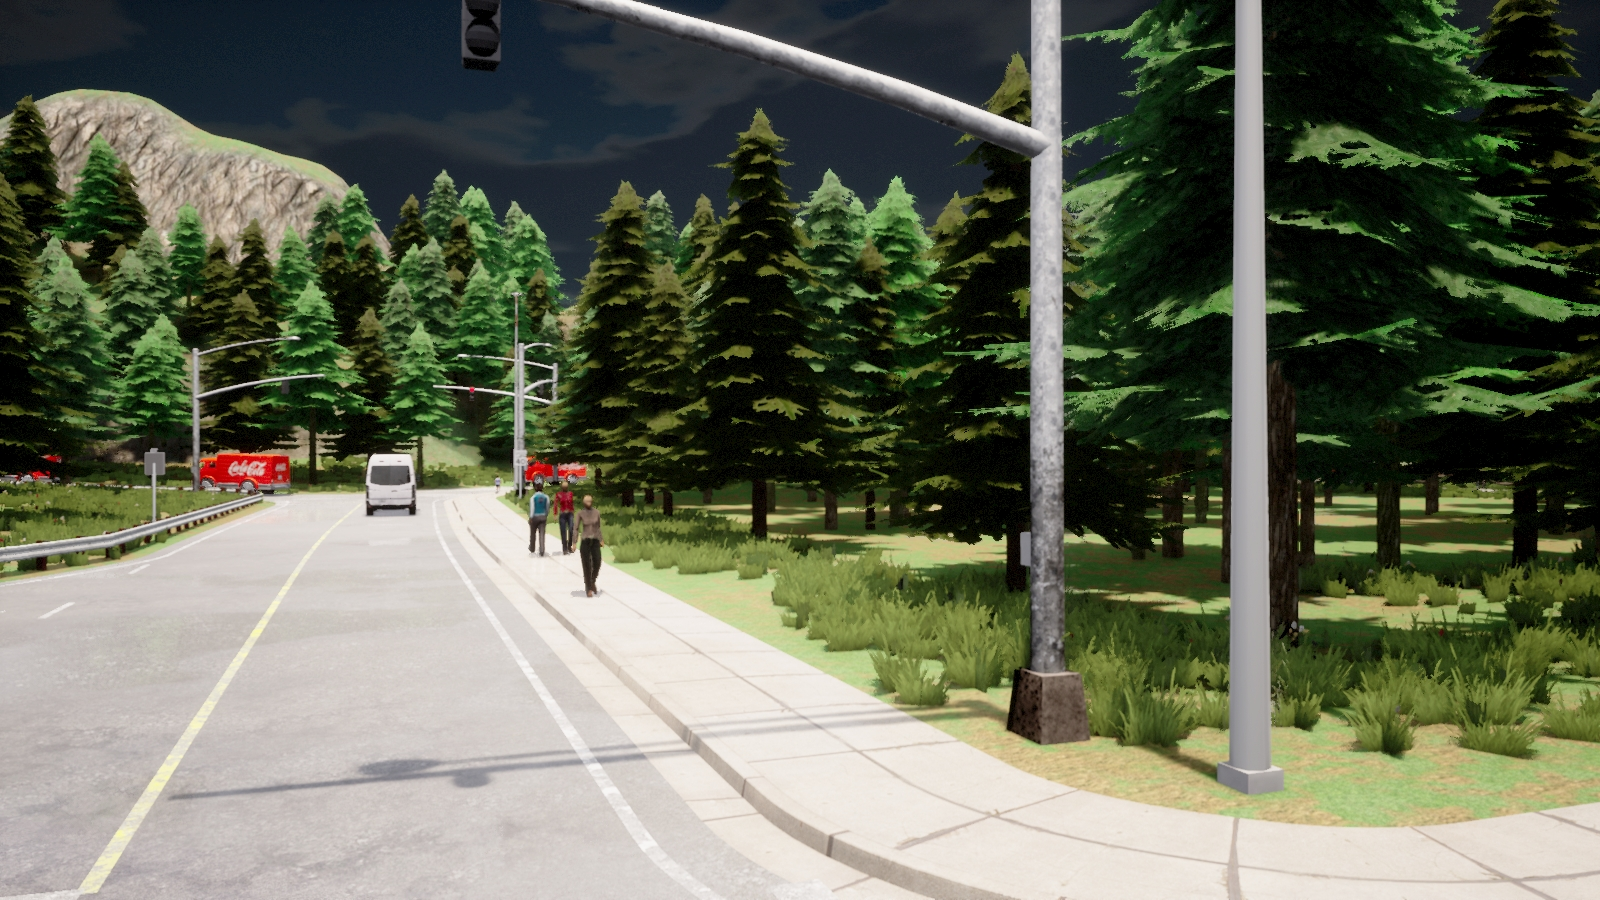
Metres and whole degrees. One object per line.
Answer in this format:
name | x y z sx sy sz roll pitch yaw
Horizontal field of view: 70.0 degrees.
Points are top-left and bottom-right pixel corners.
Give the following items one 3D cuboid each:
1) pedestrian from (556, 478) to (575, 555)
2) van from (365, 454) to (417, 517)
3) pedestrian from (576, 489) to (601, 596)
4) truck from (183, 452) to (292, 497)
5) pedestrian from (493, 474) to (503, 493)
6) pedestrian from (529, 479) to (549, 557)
pedestrian | -5.768 1.629 28.079 0.375 1.860 0.375 0 0 -23
van | -17.740 1.457 49.745 1.988 2.561 5.915 0 0 -18
pedestrian | -3.758 1.641 20.315 0.375 1.860 0.375 0 0 -20
truck | -33.648 1.445 68.499 5.204 2.467 2.627 1 0 3
pedestrian | -17.700 1.964 66.945 0.500 1.100 0.500 0 0 0
pedestrian | -6.327 1.632 27.713 0.375 1.860 0.375 0 0 -27
